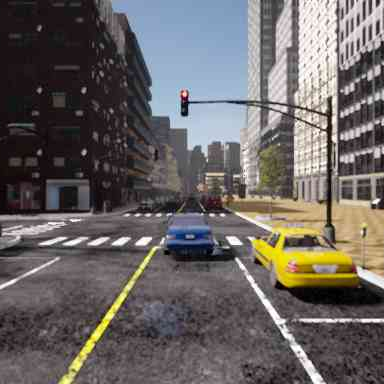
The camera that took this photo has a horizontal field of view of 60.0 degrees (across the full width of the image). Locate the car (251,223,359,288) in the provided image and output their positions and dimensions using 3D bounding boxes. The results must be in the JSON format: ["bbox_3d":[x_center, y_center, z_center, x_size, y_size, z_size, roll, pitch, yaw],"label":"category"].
[{"bbox_3d":[2.692,1.523,9.034,1.752,1.417,4.829,0,0,0],"label":"car"}]

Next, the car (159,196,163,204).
[{"bbox_3d":[-5.658,1.568,57.861,2.008,1.369,4.403,0,0,0],"label":"car"}]

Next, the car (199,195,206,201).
[{"bbox_3d":[2.742,1.593,91.186,1.752,1.417,4.829,0,0,0],"label":"car"}]

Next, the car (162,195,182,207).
[{"bbox_3d":[-3.054,1.611,51.453,1.895,1.301,4.718,0,0,0],"label":"car"}]

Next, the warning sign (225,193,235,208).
[{"bbox_3d":[5.100,1.120,44.532,1.300,1.860,1.060,0,0,0],"label":"warning sign"}]

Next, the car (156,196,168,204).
[{"bbox_3d":[-5.655,1.569,63.387,1.887,1.381,4.507,0,0,0],"label":"car"}]

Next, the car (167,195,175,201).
[{"bbox_3d":[-5.638,1.592,90.851,1.752,1.417,4.829,0,0,0],"label":"car"}]

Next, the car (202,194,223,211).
[{"bbox_3d":[2.711,1.317,41.277,2.192,1.841,5.009,0,0,0],"label":"car"}]

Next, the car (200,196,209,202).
[{"bbox_3d":[2.732,1.585,74.436,1.887,1.381,4.507,0,0,0],"label":"car"}]

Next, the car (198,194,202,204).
[{"bbox_3d":[2.724,1.340,63.382,2.192,1.841,5.009,0,0,0],"label":"car"}]

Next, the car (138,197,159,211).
[{"bbox_3d":[-5.668,1.553,41.281,2.008,1.369,4.403,0,0,0],"label":"car"}]

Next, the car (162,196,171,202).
[{"bbox_3d":[-5.648,1.622,74.441,1.802,1.307,4.206,0,0,0],"label":"car"}]

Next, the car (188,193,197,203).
[{"bbox_3d":[0.042,1.534,70.054,1.837,1.490,4.892,0,0,0],"label":"car"}]

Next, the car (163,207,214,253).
[{"bbox_3d":[-0.219,1.552,13.597,2.033,1.411,5.357,0,0,-3],"label":"car"}]

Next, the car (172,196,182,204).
[{"bbox_3d":[-2.968,1.532,67.486,1.837,1.490,4.892,0,0,0],"label":"car"}]

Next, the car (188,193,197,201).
[{"bbox_3d":[0.050,1.188,80.502,2.150,2.045,5.566,0,0,0],"label":"car"}]

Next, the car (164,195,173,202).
[{"bbox_3d":[-5.646,1.489,79.968,1.967,1.590,4.097,0,0,0],"label":"car"}]

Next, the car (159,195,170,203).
[{"bbox_3d":[-5.652,1.473,68.915,1.967,1.590,4.097,0,0,0],"label":"car"}]

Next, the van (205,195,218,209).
[{"bbox_3d":[2.714,1.347,46.802,1.690,1.788,3.998,0,0,0],"label":"van"}]
